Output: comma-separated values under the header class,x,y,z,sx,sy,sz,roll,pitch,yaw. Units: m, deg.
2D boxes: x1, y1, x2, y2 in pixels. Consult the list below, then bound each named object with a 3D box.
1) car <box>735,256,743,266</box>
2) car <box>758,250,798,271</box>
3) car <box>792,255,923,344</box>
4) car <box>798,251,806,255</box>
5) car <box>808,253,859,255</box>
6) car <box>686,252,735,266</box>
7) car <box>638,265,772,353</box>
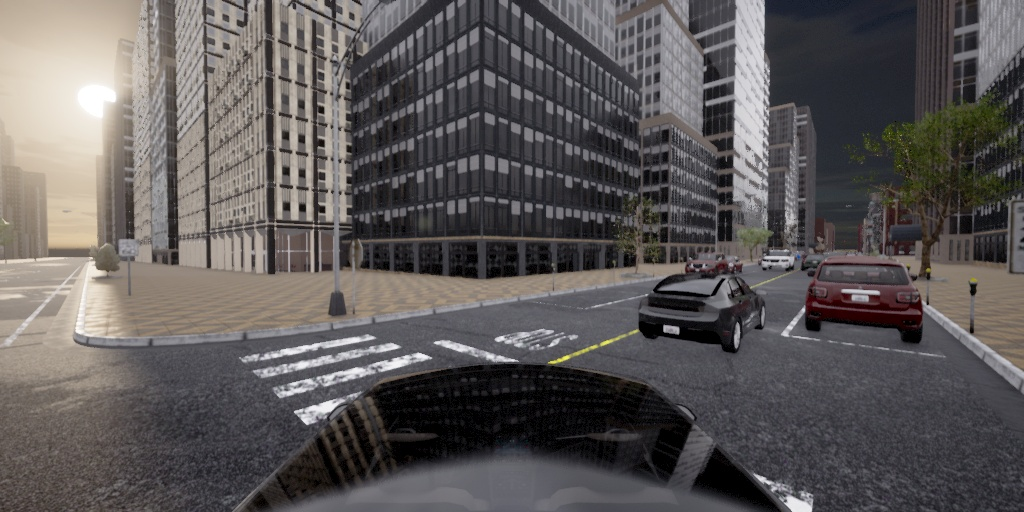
class,x,y,z,sx,sy,sz,roll,pitch,yaw
car,18.597,0.705,31.123,1.967,1.591,4.097,0,0,43
car,26.913,0.411,36.169,2.150,2.045,5.566,1,1,43
car,9.139,0.963,9.479,2.192,1.841,5.009,0,0,43
car,30.223,0.560,35.562,2.097,1.767,4.553,1,1,44
car,12.886,0.894,13.584,2.192,1.841,5.009,0,0,43
car,14.779,0.647,27.083,2.192,1.841,5.009,0,0,43
car,4.759,1.158,8.725,1.837,1.490,4.892,1,1,43
